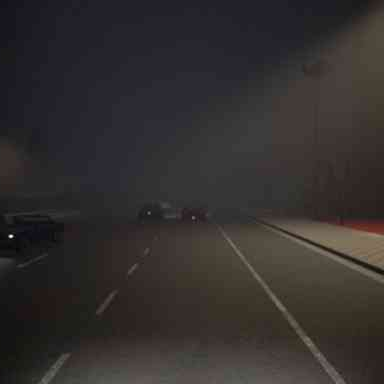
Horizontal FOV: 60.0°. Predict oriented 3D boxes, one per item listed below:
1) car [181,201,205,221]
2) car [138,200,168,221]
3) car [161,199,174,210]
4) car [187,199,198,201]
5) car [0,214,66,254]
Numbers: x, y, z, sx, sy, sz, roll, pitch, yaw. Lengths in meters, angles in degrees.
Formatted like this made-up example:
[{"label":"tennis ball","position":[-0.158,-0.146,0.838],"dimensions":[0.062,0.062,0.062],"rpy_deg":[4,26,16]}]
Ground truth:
[{"label":"car","position":[0.100,1.665,27.433],"dimensions":[1.895,1.301,4.718],"rpy_deg":[0,0,0]},{"label":"car","position":[-3.400,1.631,28.343],"dimensions":[1.994,1.385,4.181],"rpy_deg":[0,0,0]},{"label":"car","position":[-3.430,1.628,43.712],"dimensions":[1.812,1.442,4.674],"rpy_deg":[0,0,0]},{"label":"car","position":[0.058,1.646,41.969],"dimensions":[2.033,1.411,5.357],"rpy_deg":[0,0,0]},{"label":"car","position":[-7.026,1.634,13.768],"dimensions":[1.895,1.301,4.718],"rpy_deg":[0,0,1]}]
